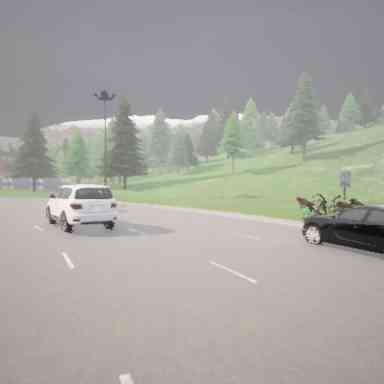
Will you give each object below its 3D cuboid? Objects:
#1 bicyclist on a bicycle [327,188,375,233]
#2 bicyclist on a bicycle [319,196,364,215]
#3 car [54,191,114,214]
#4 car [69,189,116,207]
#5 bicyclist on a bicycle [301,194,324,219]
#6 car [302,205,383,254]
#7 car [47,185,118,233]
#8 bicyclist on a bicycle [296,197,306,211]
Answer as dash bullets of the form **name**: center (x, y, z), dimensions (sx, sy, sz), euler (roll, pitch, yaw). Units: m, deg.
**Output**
- **bicyclist on a bicycle**: center (7.520, 0.841, 15.726), dimensions (1.620, 1.656, 0.582), euler (-19, 3, -7)
- **bicyclist on a bicycle**: center (6.481, 0.928, 14.049), dimensions (1.656, 1.620, 0.582), euler (-15, 43, 13)
- **car**: center (-8.255, 0.686, 25.157), dimensions (5.357, 1.411, 2.033), euler (2, 3, 44)
- **car**: center (-9.230, 0.480, 30.593), dimensions (4.674, 1.442, 1.812), euler (2, 2, 40)
- **bicyclist on a bicycle**: center (6.034, 1.025, 15.107), dimensions (1.656, 1.620, 0.582), euler (31, -25, -9)
- **car**: center (5.730, 1.131, 10.470), dimensions (1.882, 1.535, 5.008), euler (-1, 2, -26)
- **car**: center (-5.414, 0.671, 16.032), dimensions (2.150, 2.045, 5.566), euler (-1, 2, -34)
- **bicyclist on a bicycle**: center (5.727, 0.863, 16.312), dimensions (1.656, 0.582, 1.620), euler (-6, 50, -33)
